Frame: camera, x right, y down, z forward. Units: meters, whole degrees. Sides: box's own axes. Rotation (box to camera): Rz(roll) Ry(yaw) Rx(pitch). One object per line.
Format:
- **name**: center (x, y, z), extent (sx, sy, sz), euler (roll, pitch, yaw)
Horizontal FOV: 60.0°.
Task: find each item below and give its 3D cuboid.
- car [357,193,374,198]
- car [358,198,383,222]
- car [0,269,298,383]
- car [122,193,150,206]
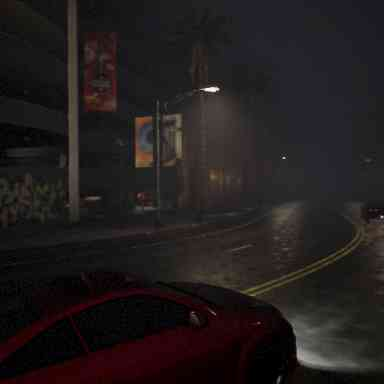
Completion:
- **car**: center (37.302, 1.079, 70.932), extent (2.185, 1.767, 4.553), euler (0, 0, 20)
- **car**: center (13.676, 1.405, 24.625), extent (1.837, 1.490, 4.892), euler (0, 0, 22)
- **car**: center (-0.781, 1.574, 3.534), extent (4.181, 1.385, 1.994), euler (0, 0, -37)
- **car**: center (-8.001, 1.114, 47.973), extent (2.435, 2.045, 5.566), euler (0, 0, 20)
